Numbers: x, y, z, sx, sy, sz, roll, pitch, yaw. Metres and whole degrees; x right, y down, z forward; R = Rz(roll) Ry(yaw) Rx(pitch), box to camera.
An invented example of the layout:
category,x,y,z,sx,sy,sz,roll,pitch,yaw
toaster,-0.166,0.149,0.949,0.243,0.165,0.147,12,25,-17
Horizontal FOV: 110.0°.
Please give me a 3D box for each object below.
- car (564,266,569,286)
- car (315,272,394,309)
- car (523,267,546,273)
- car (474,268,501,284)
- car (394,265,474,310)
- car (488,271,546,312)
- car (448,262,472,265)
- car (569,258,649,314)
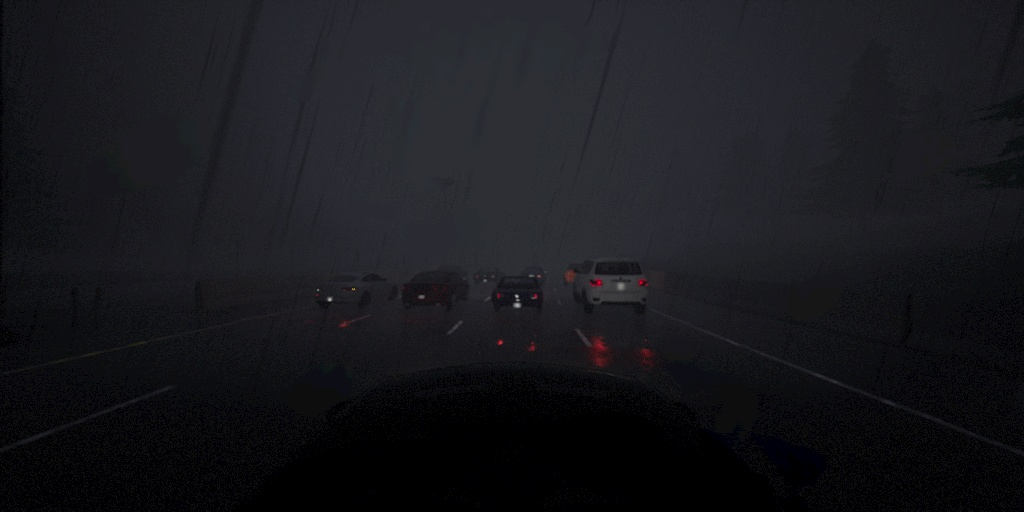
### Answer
category,x,y,z,sx,sy,sz,roll,pitch,yaw
car,5.193,1.355,28.476,2.097,1.767,4.553,0,-1,8
car,-6.634,1.401,15.683,1.812,1.442,4.674,0,0,4
car,1.709,1.553,28.858,2.033,1.411,5.357,0,-1,8
car,-1.740,1.609,29.448,1.895,1.301,4.718,0,-1,8
car,-3.132,1.355,15.567,1.882,1.535,5.008,0,0,4
car,0.327,1.475,14.970,1.895,1.301,4.718,0,0,4
car,-5.146,1.491,30.294,1.882,1.535,5.008,0,0,8
car,3.812,1.091,14.668,2.150,2.045,5.566,0,0,4
